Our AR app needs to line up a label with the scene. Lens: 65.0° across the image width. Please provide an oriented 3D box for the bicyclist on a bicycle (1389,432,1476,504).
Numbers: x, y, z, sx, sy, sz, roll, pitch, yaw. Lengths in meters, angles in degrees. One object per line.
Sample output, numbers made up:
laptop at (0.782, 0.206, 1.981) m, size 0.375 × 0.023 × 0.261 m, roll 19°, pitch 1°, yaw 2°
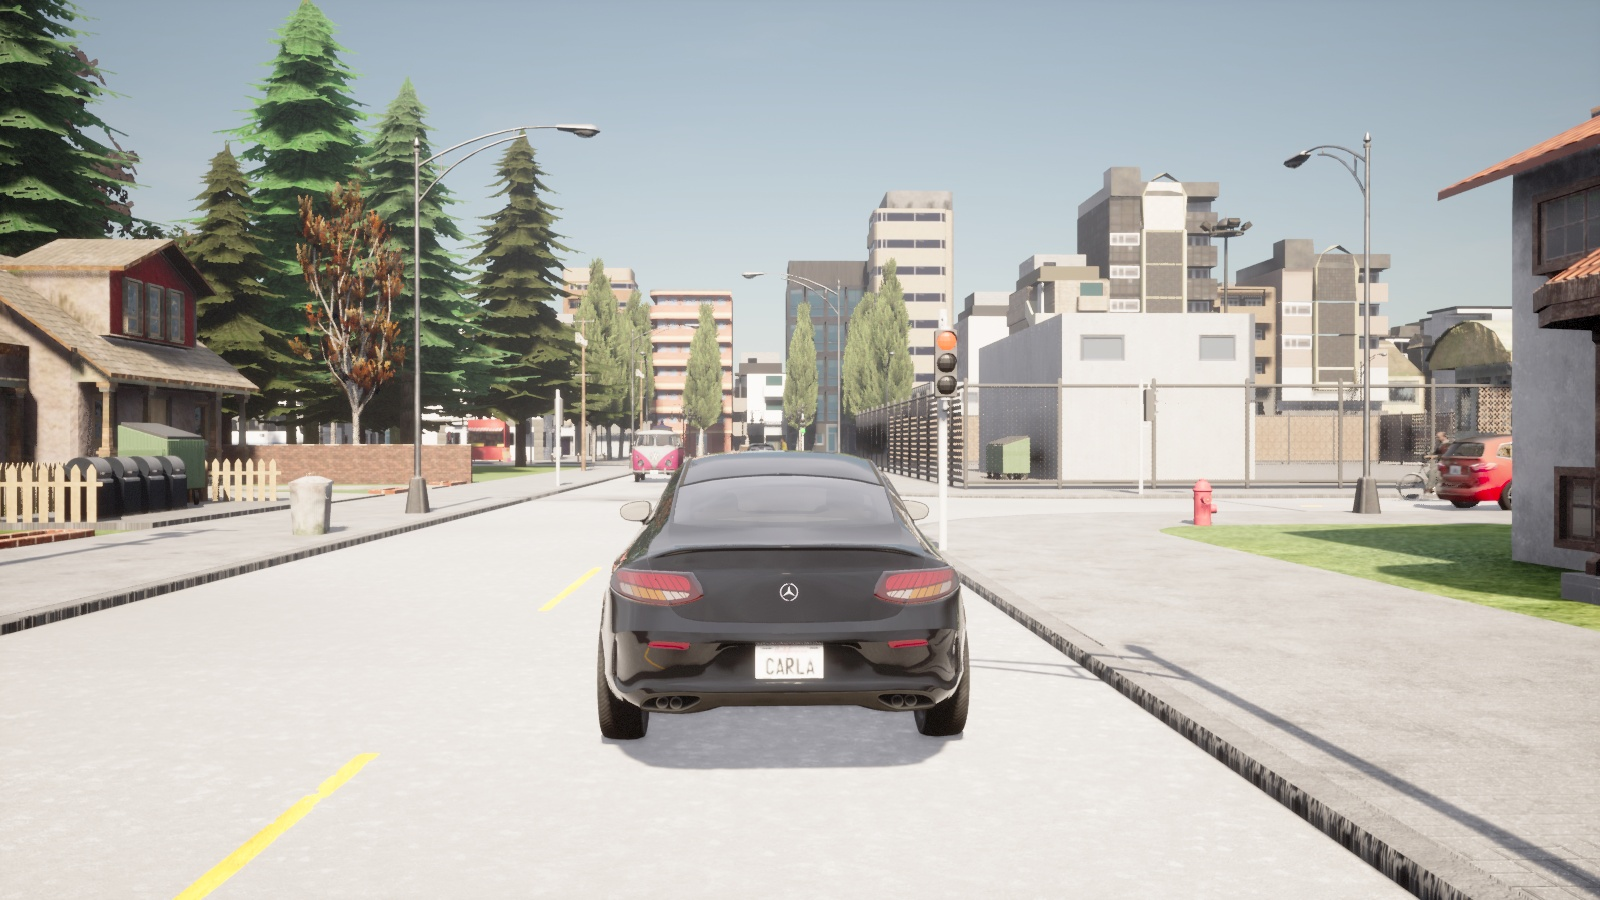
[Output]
bicyclist on a bicycle at (15.861, 0.452, 31.492) m, size 1.843 × 1.776 × 0.659 m, roll 0°, pitch 0°, yaw -1°

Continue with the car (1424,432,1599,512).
car at (16.551, 0.450, 27.536) m, size 4.611 × 1.667 × 2.242 m, roll 0°, pitch 0°, yaw -2°

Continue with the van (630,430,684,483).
van at (-5.522, 0.218, 49.039) m, size 1.775 × 1.987 × 4.442 m, roll 0°, pitch 0°, yaw -2°

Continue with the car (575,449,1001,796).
car at (-0.142, 0.729, 7.674) m, size 1.812 × 1.442 × 4.674 m, roll 0°, pitch 0°, yaw -2°

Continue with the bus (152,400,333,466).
bus at (-36.826, -1.130, 83.327) m, size 10.273 × 4.253 × 3.944 m, roll 0°, pitch 0°, yaw -2°

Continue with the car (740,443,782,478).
car at (-1.742, 0.442, 56.172) m, size 1.816 × 1.474 × 4.193 m, roll 0°, pitch 0°, yaw -2°
